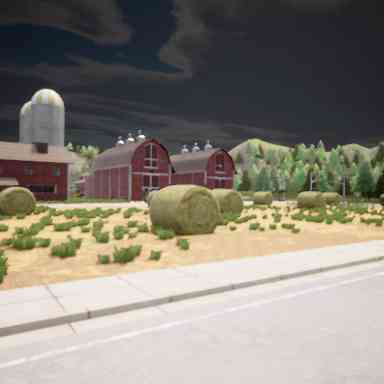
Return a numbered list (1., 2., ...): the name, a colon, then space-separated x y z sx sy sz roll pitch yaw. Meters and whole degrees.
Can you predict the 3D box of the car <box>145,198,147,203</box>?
1. car: -8.851 1.498 73.371 1.905 1.878 3.866 6 2 10
